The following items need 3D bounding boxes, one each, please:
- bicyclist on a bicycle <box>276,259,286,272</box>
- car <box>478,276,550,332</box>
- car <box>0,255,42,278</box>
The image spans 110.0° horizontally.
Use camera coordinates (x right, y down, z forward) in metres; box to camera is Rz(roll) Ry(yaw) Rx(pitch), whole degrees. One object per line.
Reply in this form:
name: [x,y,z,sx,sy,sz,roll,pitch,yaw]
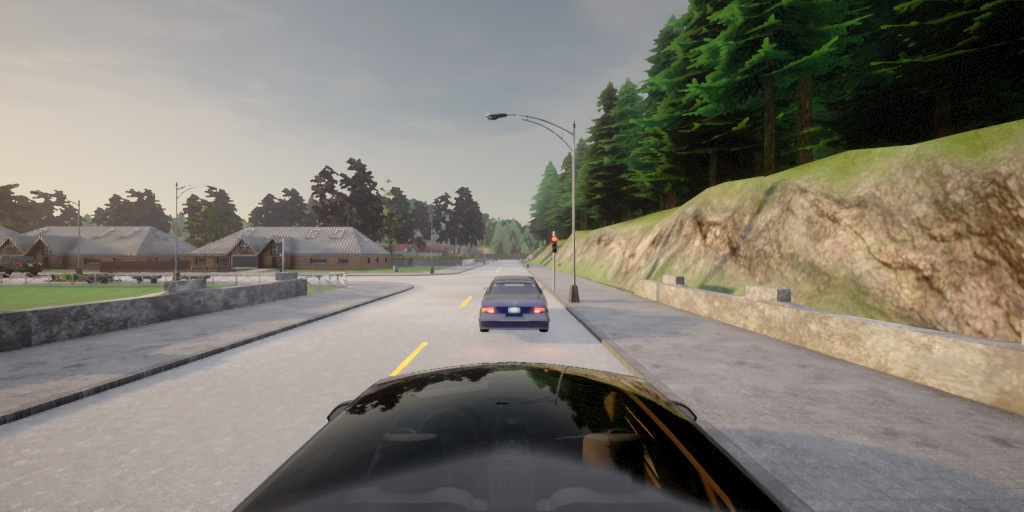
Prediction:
bicyclist on a bicycle: [-24.162,1.099,37.572,0.582,1.620,1.656,0,0,0]
car: [0.063,1.297,10.791,2.033,1.411,5.357,0,0,0]
car: [-47.375,0.971,33.322,5.566,2.045,2.150,0,0,1]
